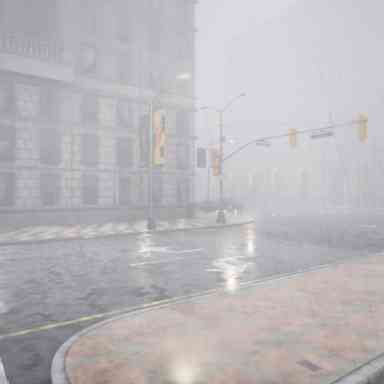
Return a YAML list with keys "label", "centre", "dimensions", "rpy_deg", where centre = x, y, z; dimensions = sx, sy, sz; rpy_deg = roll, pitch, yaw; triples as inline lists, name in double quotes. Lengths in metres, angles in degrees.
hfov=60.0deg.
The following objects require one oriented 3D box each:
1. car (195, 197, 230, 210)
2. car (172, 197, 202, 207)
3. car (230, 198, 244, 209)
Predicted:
- label: "car"
  centre: [2.298, 1.564, 42.232]
  dimensions: [1.994, 1.385, 4.181]
  rpy_deg: [0, 0, -36]
- label: "car"
  centre: [-0.828, 1.547, 52.610]
  dimensions: [2.033, 1.411, 5.357]
  rpy_deg: [0, 0, -35]
- label: "car"
  centre: [4.859, 1.505, 44.665]
  dimensions: [1.837, 1.490, 4.892]
  rpy_deg: [0, 0, -36]
